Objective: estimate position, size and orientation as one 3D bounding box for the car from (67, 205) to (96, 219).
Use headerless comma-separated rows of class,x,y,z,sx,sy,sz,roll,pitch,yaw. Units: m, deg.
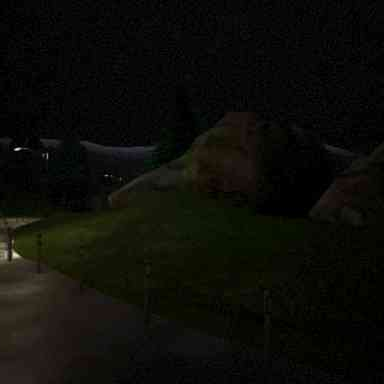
car,-18.082,3.280,54.786,2.150,2.045,5.566,1,-5,19
